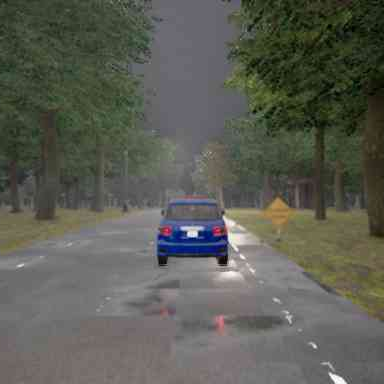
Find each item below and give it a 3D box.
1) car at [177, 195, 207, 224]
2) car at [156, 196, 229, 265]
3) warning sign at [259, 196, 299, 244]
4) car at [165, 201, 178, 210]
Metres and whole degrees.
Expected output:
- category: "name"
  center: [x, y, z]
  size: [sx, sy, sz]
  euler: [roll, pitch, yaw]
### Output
- category: "car"
  center: [0.039, 1.301, 26.864]
  size: [2.150, 2.045, 5.566]
  euler: [0, 0, 0]
- category: "car"
  center: [0.035, 1.232, 11.800]
  size: [2.150, 2.045, 5.566]
  euler: [0, 0, 0]
- category: "warning sign"
  center: [3.535, 1.125, 13.628]
  size: [1.300, 1.860, 1.060]
  euler: [-1, -1, 0]
- category: "car"
  center: [-3.544, 2.306, 58.204]
  size: [1.882, 1.535, 5.008]
  euler: [0, -2, 1]
